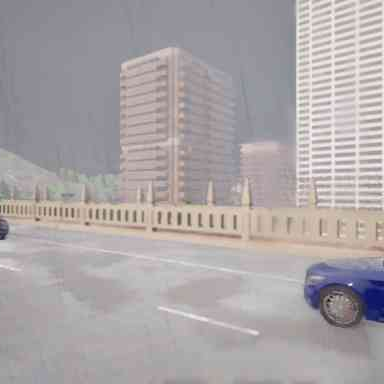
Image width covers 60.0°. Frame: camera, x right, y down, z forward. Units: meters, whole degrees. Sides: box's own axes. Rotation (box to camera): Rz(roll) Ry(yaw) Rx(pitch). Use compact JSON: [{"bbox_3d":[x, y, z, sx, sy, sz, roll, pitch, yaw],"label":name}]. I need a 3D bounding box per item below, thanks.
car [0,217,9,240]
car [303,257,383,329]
[{"bbox_3d":[-10.442,1.527,15.734,4.674,1.442,1.812,0,0,35],"label":"car"},{"bbox_3d":[4.212,1.525,5.287,4.674,1.442,1.812,0,0,35],"label":"car"}]
